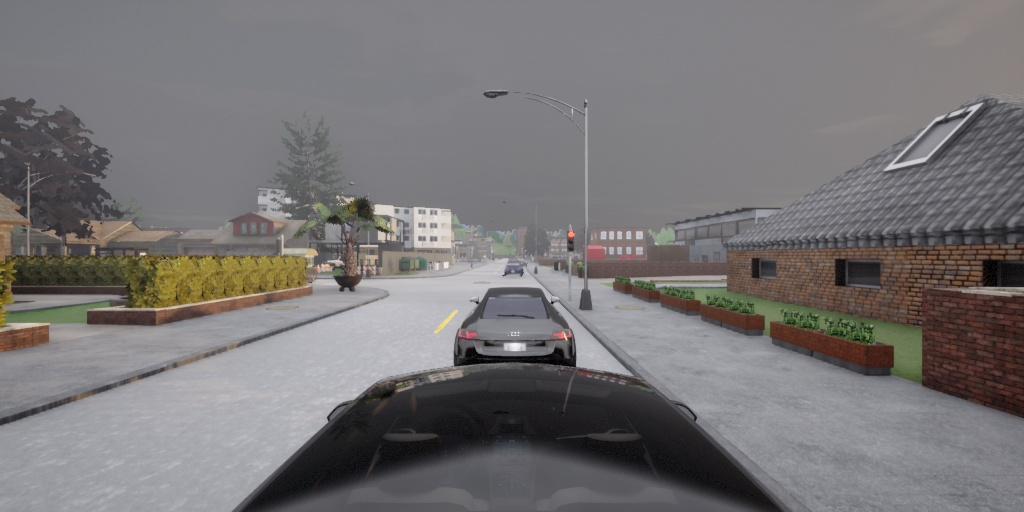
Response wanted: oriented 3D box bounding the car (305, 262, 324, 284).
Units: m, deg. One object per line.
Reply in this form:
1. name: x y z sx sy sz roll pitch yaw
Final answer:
1. car: -16.003 1.276 24.751 4.674 1.442 1.812 0 0 0

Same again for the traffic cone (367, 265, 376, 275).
1. traffic cone: -15.757 1.561 40.120 0.344 0.586 0.344 0 0 0

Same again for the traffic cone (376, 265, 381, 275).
1. traffic cone: -15.396 1.558 40.690 0.344 0.586 0.344 0 0 0

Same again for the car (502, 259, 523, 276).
1. car: 0.162 1.276 36.658 1.812 1.442 4.674 0 0 2

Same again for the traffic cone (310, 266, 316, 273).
1. traffic cone: -19.803 1.568 35.236 0.344 0.586 0.344 0 0 0

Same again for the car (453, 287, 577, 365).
1. car: 0.058 1.314 7.306 1.994 1.385 4.181 0 0 0

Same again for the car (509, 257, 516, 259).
1. car: 0.090 1.102 63.182 2.097 1.767 4.553 0 0 0
